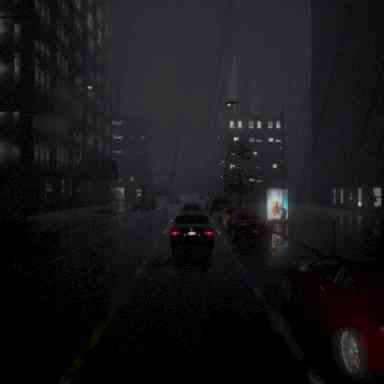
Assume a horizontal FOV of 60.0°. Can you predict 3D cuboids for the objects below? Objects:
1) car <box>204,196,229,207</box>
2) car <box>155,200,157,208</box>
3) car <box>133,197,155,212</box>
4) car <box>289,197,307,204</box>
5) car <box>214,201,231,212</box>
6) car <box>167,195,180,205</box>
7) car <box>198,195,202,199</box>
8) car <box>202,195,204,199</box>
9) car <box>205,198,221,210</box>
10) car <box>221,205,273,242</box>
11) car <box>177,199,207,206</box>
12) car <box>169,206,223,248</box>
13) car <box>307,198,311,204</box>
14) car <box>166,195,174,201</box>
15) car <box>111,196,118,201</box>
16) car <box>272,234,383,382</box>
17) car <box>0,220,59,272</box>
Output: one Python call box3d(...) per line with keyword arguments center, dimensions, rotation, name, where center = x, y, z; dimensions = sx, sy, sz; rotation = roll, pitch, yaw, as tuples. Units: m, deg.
box3d(center=(2.699, 1.320, 32.939), dimensions=(2.192, 1.841, 5.009), rotation=(1, 0, 0), name="car")
box3d(center=(-5.682, 1.448, 44.059), dimensions=(1.967, 1.590, 4.097), rotation=(1, 0, 0), name="car")
box3d(center=(-5.683, 1.532, 38.330), dimensions=(1.752, 1.417, 4.829), rotation=(1, 0, 0), name="car")
box3d(center=(20.847, 1.765, 68.784), dimensions=(4.097, 1.590, 1.967), rotation=(1, -1, 0), name="car")
box3d(center=(2.698, 1.528, 21.990), dimensions=(1.752, 1.417, 4.829), rotation=(1, 0, 0), name="car")
box3d(center=(-3.000, 1.574, 60.651), dimensions=(1.812, 1.442, 4.674), rotation=(0, 0, 0), name="car")
box3d(center=(2.698, 1.570, 93.095), dimensions=(1.887, 1.381, 4.507), rotation=(1, 0, 0), name="car")
box3d(center=(2.699, 1.322, 38.498), dimensions=(2.192, 1.841, 5.009), rotation=(1, 0, 0), name="car")
box3d(center=(2.697, 1.553, 44.058), dimensions=(1.887, 1.381, 4.507), rotation=(1, 0, 0), name="car")
box3d(center=(2.697, 1.546, 16.261), dimensions=(1.887, 1.381, 4.507), rotation=(1, 0, 0), name="car")
box3d(center=(0.000, 1.578, 29.650), dimensions=(1.994, 1.385, 4.181), rotation=(0, 0, 0), name="car")
box3d(center=(0.000, 1.565, 14.650), dimensions=(2.033, 1.411, 5.357), rotation=(0, 0, 0), name="car")
box3d(center=(26.257, 2.018, 77.137), dimensions=(4.829, 1.417, 1.752), rotation=(1, -1, 0), name="car")
box3d(center=(-5.683, 1.549, 87.415), dimensions=(1.752, 1.417, 4.829), rotation=(1, 0, 0), name="car")
box3d(center=(-17.252, 1.275, 68.461), dimensions=(4.507, 1.381, 1.887), rotation=(1, -1, 0), name="car")
box3d(center=(2.697, 1.581, 5.142), dimensions=(1.802, 1.307, 4.206), rotation=(1, 0, 0), name="car")
box3d(center=(-5.684, 1.582, 10.702), dimensions=(1.802, 1.307, 4.206), rotation=(1, 0, 0), name="car")
